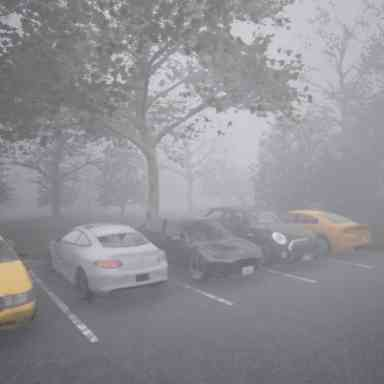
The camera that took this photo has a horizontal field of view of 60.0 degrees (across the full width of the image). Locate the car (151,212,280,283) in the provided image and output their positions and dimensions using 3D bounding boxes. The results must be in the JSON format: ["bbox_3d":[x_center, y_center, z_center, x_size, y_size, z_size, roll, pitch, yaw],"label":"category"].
[{"bbox_3d":[-0.035,1.496,10.001,2.163,1.488,4.792,0,0,-36],"label":"car"}]

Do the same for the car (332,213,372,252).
[{"bbox_3d":[4.359,1.454,13.169,2.097,1.535,5.008,0,0,-36],"label":"car"}]

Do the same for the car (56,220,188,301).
[{"bbox_3d":[-2.305,1.513,8.413,2.002,1.452,4.674,0,0,-36],"label":"car"}]

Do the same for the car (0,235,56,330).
[{"bbox_3d":[-4.453,1.477,6.654,1.946,1.575,5.366,0,0,-36],"label":"car"}]

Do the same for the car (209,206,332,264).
[{"bbox_3d":[2.082,1.335,11.588,2.185,1.767,4.553,0,0,-36],"label":"car"}]
